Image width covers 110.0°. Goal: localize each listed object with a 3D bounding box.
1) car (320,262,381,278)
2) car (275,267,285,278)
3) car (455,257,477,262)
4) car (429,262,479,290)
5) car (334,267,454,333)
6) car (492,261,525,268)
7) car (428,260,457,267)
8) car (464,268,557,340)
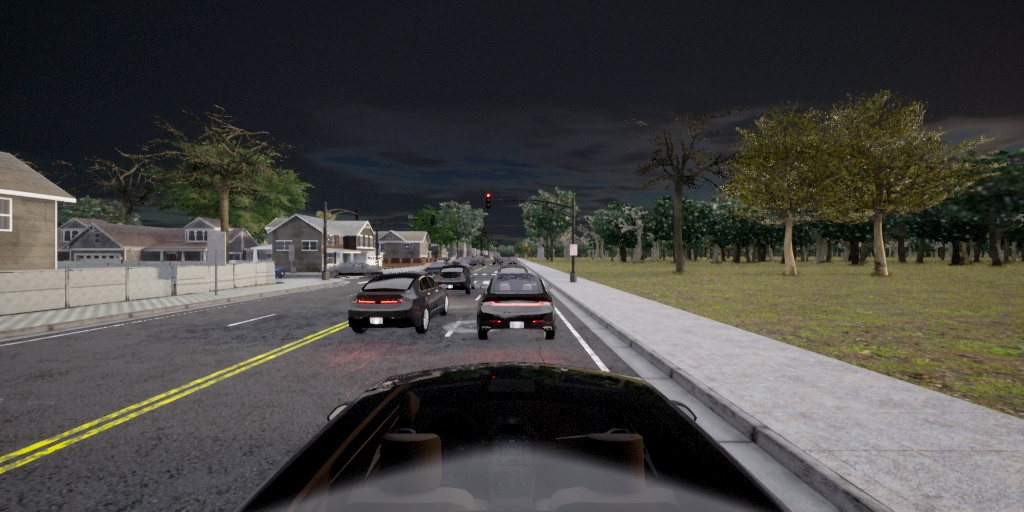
[{"bbox_3d":[-15.255,1.312,34.371,5.357,1.411,2.033,0,0,-18],"label":"car"},{"bbox_3d":[-22.708,1.258,31.575,5.008,1.535,1.882,0,0,0],"label":"car"},{"bbox_3d":[-6.534,1.228,49.766,2.128,1.511,4.902,0,0,0],"label":"car"},{"bbox_3d":[-3.114,1.255,20.070,1.837,1.490,4.892,0,0,-1],"label":"car"},{"bbox_3d":[-3.137,1.255,10.736,1.837,1.490,4.892,0,0,0],"label":"car"},{"bbox_3d":[0.052,1.228,19.388,1.882,1.535,5.008,0,0,1],"label":"car"},{"bbox_3d":[-6.562,1.297,32.058,2.033,1.411,5.357,0,0,0],"label":"car"},{"bbox_3d":[0.110,1.241,9.986,2.128,1.511,4.902,0,0,0],"label":"car"}]
